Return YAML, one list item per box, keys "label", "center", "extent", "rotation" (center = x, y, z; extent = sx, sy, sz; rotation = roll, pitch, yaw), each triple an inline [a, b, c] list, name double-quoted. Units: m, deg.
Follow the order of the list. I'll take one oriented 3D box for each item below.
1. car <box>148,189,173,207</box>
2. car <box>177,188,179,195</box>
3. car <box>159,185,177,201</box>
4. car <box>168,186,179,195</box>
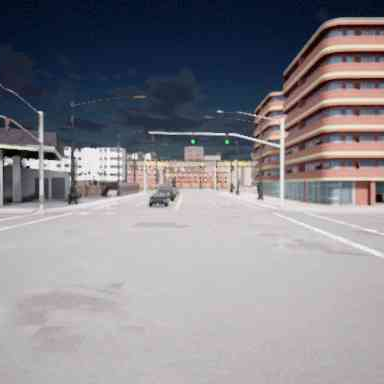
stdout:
- label: "car"
  center: [-3.324, 0.721, 34.142]
  extent: [2.033, 1.411, 5.357]
  rotation: [0, 1, -2]
- label: "car"
  center: [-3.587, 0.040, 54.391]
  extent: [2.097, 1.767, 4.553]
  rotation: [0, 1, 0]
- label: "car"
  center: [-3.477, 0.148, 44.437]
  extent: [2.150, 2.045, 5.566]
  rotation: [0, 1, -1]
- label: "car"
  center: [-3.726, -0.315, 68.842]
  extent: [2.097, 1.767, 4.553]
  rotation: [0, 1, -1]
